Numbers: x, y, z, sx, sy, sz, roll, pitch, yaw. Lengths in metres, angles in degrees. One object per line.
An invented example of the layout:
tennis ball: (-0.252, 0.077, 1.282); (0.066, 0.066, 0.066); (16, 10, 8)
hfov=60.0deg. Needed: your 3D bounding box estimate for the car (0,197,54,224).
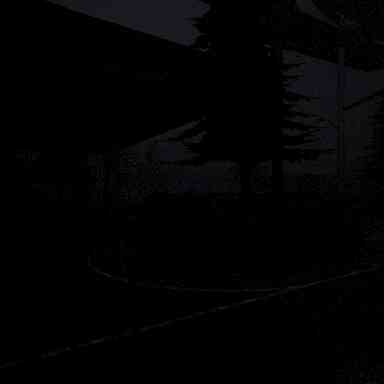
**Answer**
car: (-11.955, 1.313, 23.487); (3.866, 1.878, 1.905); (0, 0, -36)
